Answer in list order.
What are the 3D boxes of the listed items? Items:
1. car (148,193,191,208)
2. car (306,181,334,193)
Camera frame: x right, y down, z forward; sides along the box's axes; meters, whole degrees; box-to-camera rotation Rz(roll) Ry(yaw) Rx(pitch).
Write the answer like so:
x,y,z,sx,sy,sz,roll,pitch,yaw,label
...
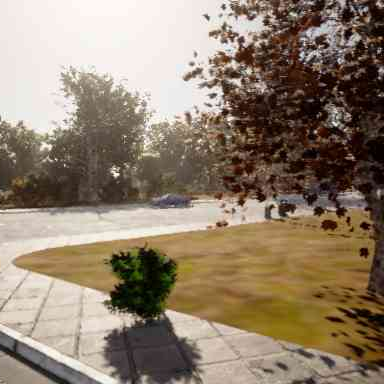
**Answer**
x,y,z,sx,sy,sz,roll,pitch,yaw,label
-2.273,0.849,34.511,4.674,1.442,1.812,-2,2,-36,car
18.245,-0.580,46.814,5.566,2.045,2.150,-3,2,-25,car
